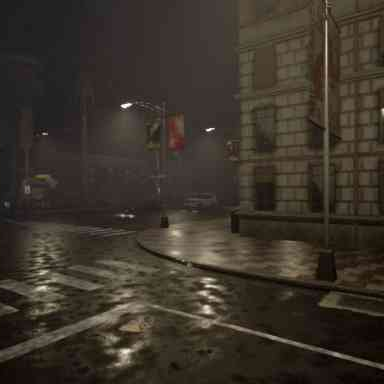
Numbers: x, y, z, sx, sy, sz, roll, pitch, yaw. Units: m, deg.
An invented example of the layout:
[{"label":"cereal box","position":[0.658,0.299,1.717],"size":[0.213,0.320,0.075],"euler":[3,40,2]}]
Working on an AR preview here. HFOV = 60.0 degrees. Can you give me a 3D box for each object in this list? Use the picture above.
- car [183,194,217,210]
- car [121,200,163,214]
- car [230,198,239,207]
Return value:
[{"label":"car","position":[1.178,1.222,44.004],"size":[2.150,2.045,5.566],"euler":[0,0,37]},{"label":"car","position":[-5.027,1.547,35.640],"size":[2.033,1.411,5.357],"euler":[0,0,36]},{"label":"car","position":[7.921,1.478,51.655],"size":[5.008,1.535,1.882],"euler":[0,0,-43]}]
